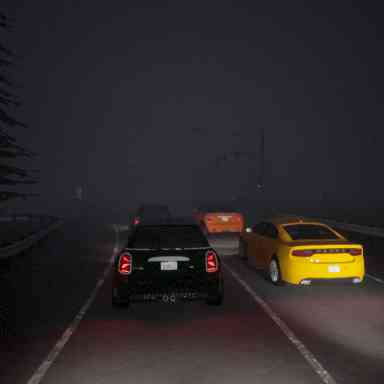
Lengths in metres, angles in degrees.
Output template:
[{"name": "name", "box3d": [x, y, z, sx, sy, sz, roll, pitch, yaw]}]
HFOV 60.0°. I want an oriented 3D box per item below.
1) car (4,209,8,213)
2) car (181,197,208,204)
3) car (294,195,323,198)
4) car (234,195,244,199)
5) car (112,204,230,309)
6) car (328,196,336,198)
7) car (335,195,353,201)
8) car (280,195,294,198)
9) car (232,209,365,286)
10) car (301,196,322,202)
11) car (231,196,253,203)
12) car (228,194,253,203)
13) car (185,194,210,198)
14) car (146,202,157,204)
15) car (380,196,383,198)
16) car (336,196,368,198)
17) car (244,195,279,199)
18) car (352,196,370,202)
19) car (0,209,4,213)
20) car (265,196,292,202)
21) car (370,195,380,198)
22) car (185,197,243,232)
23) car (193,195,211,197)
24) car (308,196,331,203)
[{"name": "car", "box3d": [-19.482, 1.356, 30.513, 4.553, 1.767, 2.097, 0, 0, -19]}, {"name": "car", "box3d": [0.518, 1.601, 63.430, 4.718, 1.301, 1.895, 0, 0, -19]}, {"name": "car", "box3d": [22.309, 1.562, 63.410, 4.181, 1.385, 1.994, 0, 0, -18]}, {"name": "car", "box3d": [10.790, 1.352, 63.220, 4.553, 1.767, 2.097, 0, 0, -19]}, {"name": "car", "box3d": [-0.630, 1.352, 8.121, 2.097, 1.767, 4.553, 0, 0, -6]}, {"name": "car", "box3d": [29.885, 1.524, 69.792, 4.674, 1.442, 1.812, 0, 0, -21]}, {"name": "car", "box3d": [37.345, 1.552, 81.569, 4.181, 1.385, 1.994, 0, 0, -33]}, {"name": "car", "box3d": [20.629, 1.352, 66.500, 4.553, 1.767, 2.097, 0, 0, -19]}, {"name": "car", "box3d": [2.730, 1.478, 9.482, 1.882, 1.535, 5.008, 0, 0, -6]}, {"name": "car", "box3d": [27.464, 1.553, 76.371, 4.181, 1.385, 1.994, 0, 0, -21]}, {"name": "car", "box3d": [10.567, 1.553, 70.461, 4.181, 1.385, 1.994, 0, 0, -19]}, {"name": "car", "box3d": [9.734, 1.352, 66.526, 4.553, 1.767, 2.097, 0, 0, -18]}, {"name": "car", "box3d": [1.340, 1.505, 60.018, 4.892, 1.490, 1.837, 0, 0, -19]}, {"name": "car", "box3d": [-2.110, 1.352, 16.928, 2.097, 1.767, 4.553, 0, 0, -12]}, {"name": "car", "box3d": [44.992, 1.540, 74.104, 5.357, 1.411, 2.033, 0, 0, -33]}, {"name": "car", "box3d": [32.237, 1.525, 67.003, 4.902, 1.511, 2.128, 0, 0, -21]}, {"name": "car", "box3d": [12.507, 1.491, 60.121, 4.902, 1.511, 2.128, 0, 0, -19]}, {"name": "car", "box3d": [40.377, 1.595, 79.415, 4.718, 1.301, 1.895, 0, 0, -33]}, {"name": "car", "box3d": [-18.373, 1.357, 27.193, 4.553, 1.767, 2.097, 0, 0, -19]}, {"name": "car", "box3d": [19.064, 1.540, 73.362, 5.357, 1.411, 2.033, 0, 0, -19]}, {"name": "car", "box3d": [42.351, 1.525, 76.534, 4.902, 1.511, 2.128, 0, 0, -33]}, {"name": "car", "box3d": [1.204, 1.352, 18.368, 2.097, 1.767, 4.553, 0, 0, -12]}, {"name": "car", "box3d": [3.079, 1.601, 56.915, 4.718, 1.301, 1.895, 0, 0, -19]}, {"name": "car", "box3d": [27.981, 1.524, 72.782, 4.674, 1.442, 1.812, 0, 0, -21]}]
